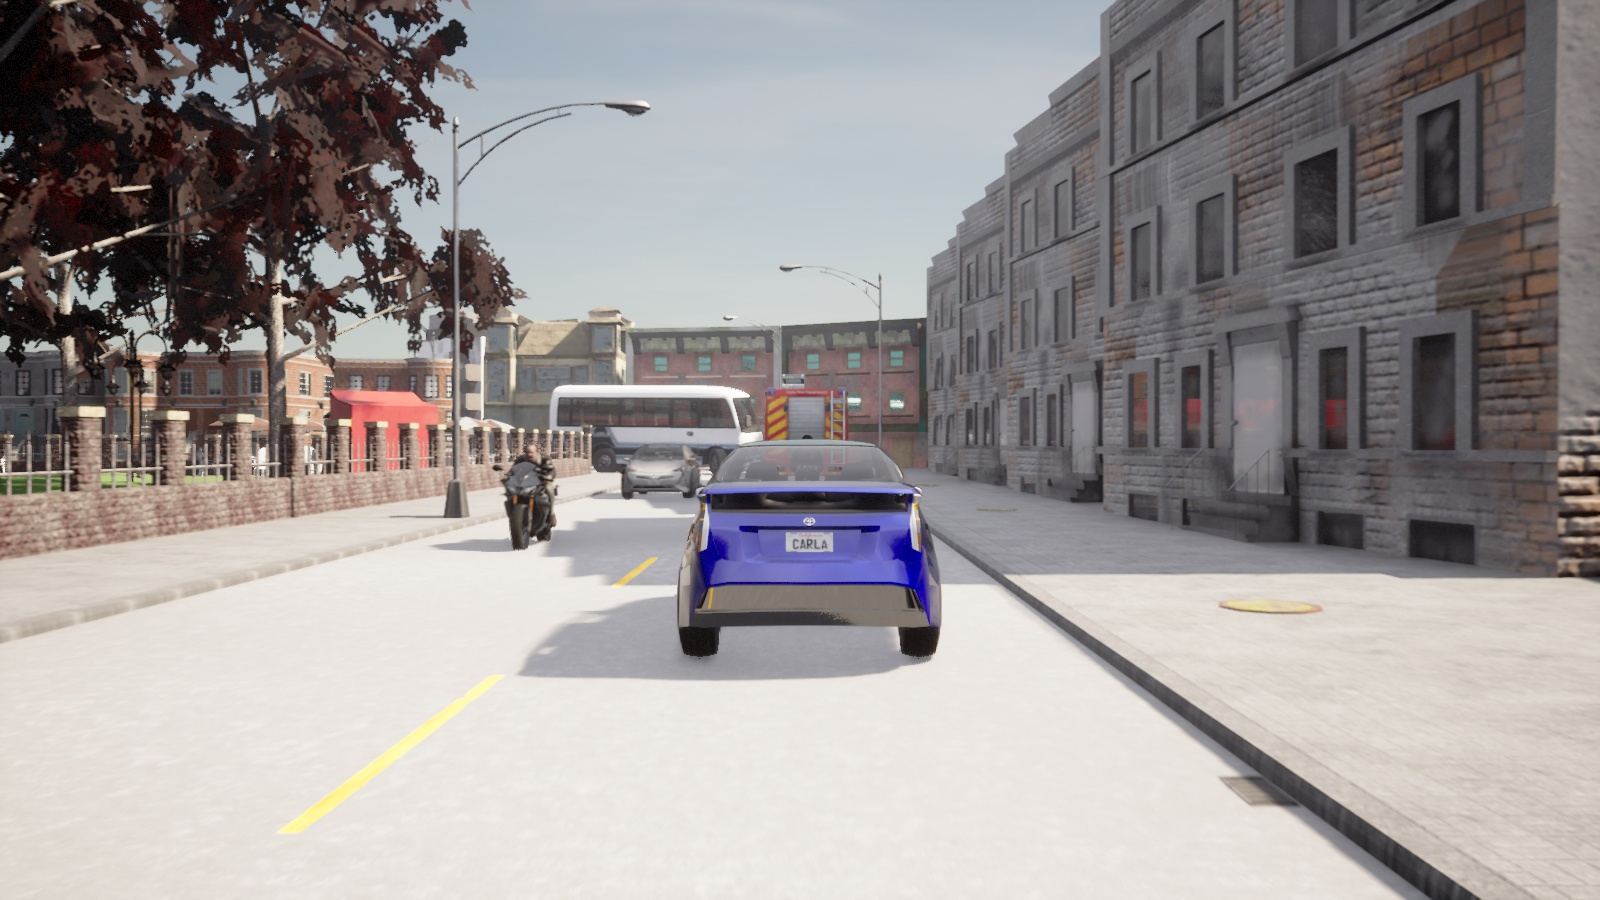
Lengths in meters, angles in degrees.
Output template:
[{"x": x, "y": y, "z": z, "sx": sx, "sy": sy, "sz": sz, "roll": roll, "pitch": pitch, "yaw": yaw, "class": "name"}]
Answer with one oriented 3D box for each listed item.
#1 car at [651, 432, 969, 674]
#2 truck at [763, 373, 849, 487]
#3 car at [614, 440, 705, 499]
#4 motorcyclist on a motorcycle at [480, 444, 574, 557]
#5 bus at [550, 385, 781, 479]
[{"x": 0.071, "y": 0.636, "z": 10.179, "sx": 2.007, "sy": 1.525, "sz": 4.514, "roll": 0, "pitch": 0, "yaw": 0, "class": "car"}, {"x": 0.231, "y": -0.680, "z": 46.479, "sx": 2.891, "sy": 3.827, "sz": 8.468, "roll": 0, "pitch": 0, "yaw": 0, "class": "truck"}, {"x": -3.820, "y": 0.493, "z": 34.964, "sx": 2.007, "sy": 1.525, "sz": 4.514, "roll": 0, "pitch": 0, "yaw": 0, "class": "car"}, {"x": -3.893, "y": 0.676, "z": 18.104, "sx": 0.866, "sy": 1.530, "sz": 2.191, "roll": 0, "pitch": 0, "yaw": 0, "class": "motorcyclist on a motorcycle"}, {"x": -6.410, "y": -0.981, "z": 60.271, "sx": 10.273, "sy": 4.253, "sz": 3.944, "roll": 1, "pitch": 3, "yaw": 15, "class": "bus"}]
